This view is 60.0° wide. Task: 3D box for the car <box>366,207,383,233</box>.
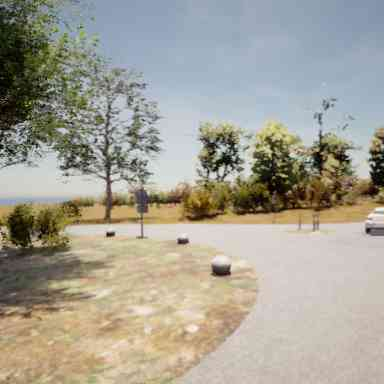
[{"bbox_3d":[11.696,1.633,19.764,1.812,1.442,4.674,-2,-1,40],"label":"car"}]
